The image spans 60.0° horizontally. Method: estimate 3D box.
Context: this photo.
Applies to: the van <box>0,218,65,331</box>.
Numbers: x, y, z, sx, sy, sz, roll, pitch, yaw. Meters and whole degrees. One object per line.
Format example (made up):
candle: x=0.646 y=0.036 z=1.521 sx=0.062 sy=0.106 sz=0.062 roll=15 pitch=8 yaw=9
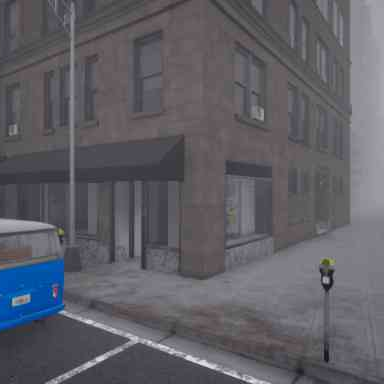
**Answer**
van: x=-3.995 y=1.340 z=5.926 sx=3.998 sy=1.788 sz=1.690 roll=0 pitch=0 yaw=35
